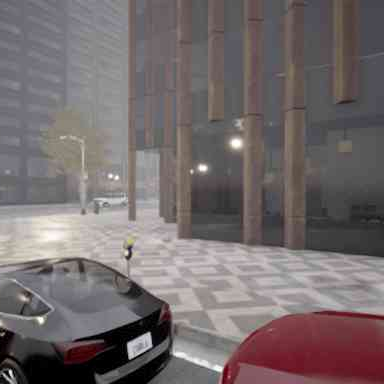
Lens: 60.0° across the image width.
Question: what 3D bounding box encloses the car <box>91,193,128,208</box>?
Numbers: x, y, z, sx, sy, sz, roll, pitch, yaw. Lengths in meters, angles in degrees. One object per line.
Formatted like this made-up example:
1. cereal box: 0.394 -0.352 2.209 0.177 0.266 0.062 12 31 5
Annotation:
1. car: -11.741 1.239 47.839 2.150 2.045 5.566 0 0 35

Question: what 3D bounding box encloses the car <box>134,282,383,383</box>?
1. car: 2.375 1.312 1.266 5.009 1.841 2.192 0 0 36

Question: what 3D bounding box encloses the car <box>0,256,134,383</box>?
1. car: -2.211 1.577 4.542 4.313 1.339 1.947 0 0 36
